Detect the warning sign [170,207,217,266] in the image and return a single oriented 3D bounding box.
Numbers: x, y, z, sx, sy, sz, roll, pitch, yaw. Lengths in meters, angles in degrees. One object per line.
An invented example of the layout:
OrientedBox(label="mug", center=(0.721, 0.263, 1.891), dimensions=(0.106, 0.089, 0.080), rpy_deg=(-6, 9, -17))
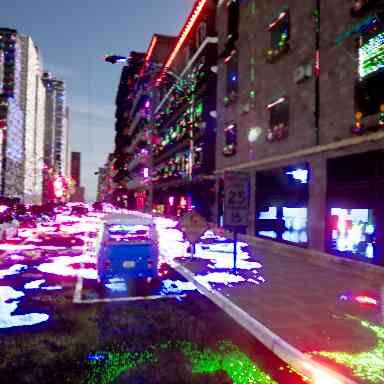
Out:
OrientedBox(label="warning sign", center=(0.022, 1.447, 11.260), dimensions=(1.300, 1.860, 1.060), rpy_deg=(2, -2, -17))

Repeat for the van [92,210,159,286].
OrientedBox(label="van", center=(-2.086, 1.592, 10.004), dimensions=(1.690, 1.788, 3.998), rpy_deg=(2, -2, -17))

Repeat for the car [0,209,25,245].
OrientedBox(label="car", center=(-10.300, 1.811, 17.231), dimensions=(1.812, 1.442, 4.674), rpy_deg=(2, -2, -16))

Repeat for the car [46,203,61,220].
OrientedBox(label="car", center=(-16.010, 2.271, 36.463), dimensions=(2.033, 1.411, 5.357), rpy_deg=(2, -2, -16))

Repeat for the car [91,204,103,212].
OrientedBox(label="car", center=(-17.970, 3.013, 62.983), dimensions=(2.008, 1.369, 4.403), rpy_deg=(2, -2, -17))

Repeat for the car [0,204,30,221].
OrientedBox(label="car", center=(-18.054, 2.052, 34.094), dimensions=(1.967, 1.590, 4.097), rpy_deg=(2, -2, -17))

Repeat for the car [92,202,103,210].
OrientedBox(label="car", center=(-16.382, 2.889, 57.684), dimensions=(2.008, 1.369, 4.403), rpy_deg=(2, -2, -17))

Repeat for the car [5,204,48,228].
OrientedBox(label="car", center=(-12.988, 1.967, 26.234), dimensions=(1.882, 1.535, 5.008), rpy_deg=(2, -2, -17))

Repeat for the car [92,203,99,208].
OrientedBox(label="car", center=(-25.911, 3.670, 89.474), dimensions=(1.802, 1.307, 4.206), rpy_deg=(2, -2, -17))

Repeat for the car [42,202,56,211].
OrientedBox(label="car", center=(-25.994, 2.664, 60.587), dimensions=(1.967, 1.590, 4.097), rpy_deg=(2, -2, -17))

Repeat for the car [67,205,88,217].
OrientedBox(label="car", center=(-14.486, 2.528, 42.338), dimensions=(1.895, 1.301, 4.718), rpy_deg=(2, -2, -17))

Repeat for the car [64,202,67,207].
OrientedBox(label="car", center=(-32.298, 3.245, 81.615), dimensions=(1.752, 1.417, 4.829), rpy_deg=(2, -2, -17))

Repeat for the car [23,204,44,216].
OrientedBox(label="car", center=(-21.183, 2.376, 44.526), dimensions=(1.752, 1.417, 4.829), rpy_deg=(2, -2, -17))

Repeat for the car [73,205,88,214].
OrientedBox(label="car", center=(-17.374, 2.714, 51.969), dimensions=(1.994, 1.385, 4.181), rpy_deg=(2, -2, -17))

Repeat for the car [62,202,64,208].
OrientedBox(label="car", center=(-29.171, 3.017, 71.180), dimensions=(1.887, 1.381, 4.507), rpy_deg=(2, -2, -17))

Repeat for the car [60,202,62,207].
OrientedBox(label="car", center=(-27.584, 2.898, 65.881), dimensions=(2.008, 1.369, 4.403), rpy_deg=(2, -2, -17))

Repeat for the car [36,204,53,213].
OrientedBox(label="car", center=(-24.408, 2.651, 55.285), dimensions=(2.008, 1.369, 4.403), rpy_deg=(2, -2, -17))
